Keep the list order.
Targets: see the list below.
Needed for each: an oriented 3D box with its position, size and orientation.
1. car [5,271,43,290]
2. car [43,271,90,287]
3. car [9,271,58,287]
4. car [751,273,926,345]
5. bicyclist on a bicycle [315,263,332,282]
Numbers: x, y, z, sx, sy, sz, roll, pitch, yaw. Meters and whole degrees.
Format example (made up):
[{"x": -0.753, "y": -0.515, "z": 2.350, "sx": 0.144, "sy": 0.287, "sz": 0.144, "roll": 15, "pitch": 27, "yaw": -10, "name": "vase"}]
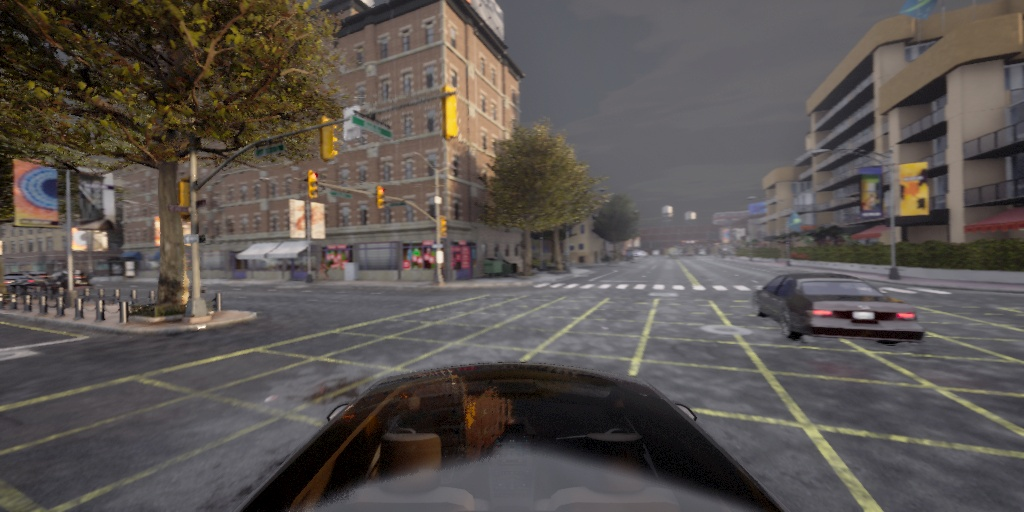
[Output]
[{"x": -43.604, "y": 2.277, "z": 31.125, "sx": 5.357, "sy": 1.411, "sz": 2.033, "roll": -1, "pitch": 0, "yaw": 24, "name": "car"}, {"x": -42.931, "y": 2.217, "z": 34.659, "sx": 4.892, "sy": 1.490, "sz": 1.837, "roll": -1, "pitch": 0, "yaw": 24, "name": "car"}, {"x": -51.295, "y": 2.392, "z": 38.415, "sx": 4.902, "sy": 1.511, "sz": 2.128, "roll": -1, "pitch": 0, "yaw": 24, "name": "car"}, {"x": 7.505, "y": 1.122, "z": 8.927, "sx": 2.033, "sy": 1.411, "sz": 5.357, "roll": -1, "pitch": 0, "yaw": 24, "name": "car"}, {"x": -16.500, "y": 1.412, "z": 31.428, "sx": 0.582, "sy": 1.620, "sz": 1.656, "roll": -1, "pitch": 0, "yaw": 24, "name": "bicyclist on a bicycle"}]
